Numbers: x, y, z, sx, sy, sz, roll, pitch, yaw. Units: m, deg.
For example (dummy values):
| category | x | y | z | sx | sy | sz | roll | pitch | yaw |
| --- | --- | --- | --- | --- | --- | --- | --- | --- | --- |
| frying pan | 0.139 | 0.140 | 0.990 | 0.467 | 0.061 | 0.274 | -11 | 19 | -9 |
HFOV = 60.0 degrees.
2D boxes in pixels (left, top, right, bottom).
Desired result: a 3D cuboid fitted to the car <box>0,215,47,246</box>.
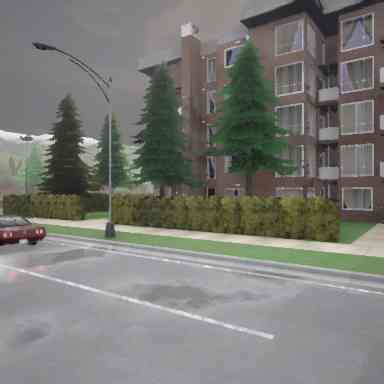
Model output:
| category | x | y | z | sx | sy | sz | roll | pitch | yaw |
| --- | --- | --- | --- | --- | --- | --- | --- | --- | --- |
| car | -8.293 | 1.615 | 14.084 | 4.718 | 1.301 | 1.895 | 0 | 0 | 36 |
